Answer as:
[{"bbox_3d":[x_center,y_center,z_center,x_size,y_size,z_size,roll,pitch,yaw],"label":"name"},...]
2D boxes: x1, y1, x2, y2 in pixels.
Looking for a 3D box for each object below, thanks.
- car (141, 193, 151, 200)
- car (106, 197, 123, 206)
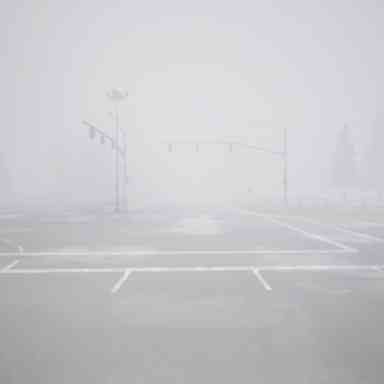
[{"bbox_3d":[-11.295,1.097,81.361,2.128,1.511,4.902,0,0,1],"label":"car"},{"bbox_3d":[-11.472,1.351,49.982,1.895,1.301,4.718,0,0,0],"label":"car"}]
